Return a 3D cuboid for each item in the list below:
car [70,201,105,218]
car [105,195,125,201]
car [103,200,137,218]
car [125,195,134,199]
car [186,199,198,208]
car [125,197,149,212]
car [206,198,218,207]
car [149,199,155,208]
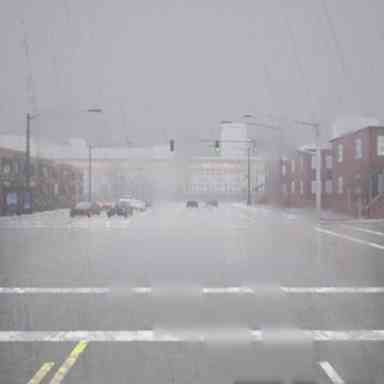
[{"bbox_3d":[-10.637,1.688,33.485,1.882,1.535,5.008,0,0,0],"label":"car"},{"bbox_3d":[-10.644,1.625,43.652,2.097,1.767,4.553,0,0,0],"label":"car"},{"bbox_3d":[-7.135,1.809,33.261,1.895,1.301,4.718,0,0,-1],"label":"car"},{"bbox_3d":[-10.647,1.561,54.209,2.150,2.045,5.566,0,0,-1],"label":"car"},{"bbox_3d":[0.037,1.828,55.975,1.882,1.535,5.008,0,0,0],"label":"car"},{"bbox_3d":[-7.138,1.797,43.260,1.812,1.442,4.674,0,0,0],"label":"car"},{"bbox_3d":[3.432,1.868,58.092,1.837,1.490,4.892,0,0,0],"label":"car"},{"bbox_3d":[-7.140,1.883,53.541,2.033,1.411,5.357,0,0,0],"label":"car"}]
